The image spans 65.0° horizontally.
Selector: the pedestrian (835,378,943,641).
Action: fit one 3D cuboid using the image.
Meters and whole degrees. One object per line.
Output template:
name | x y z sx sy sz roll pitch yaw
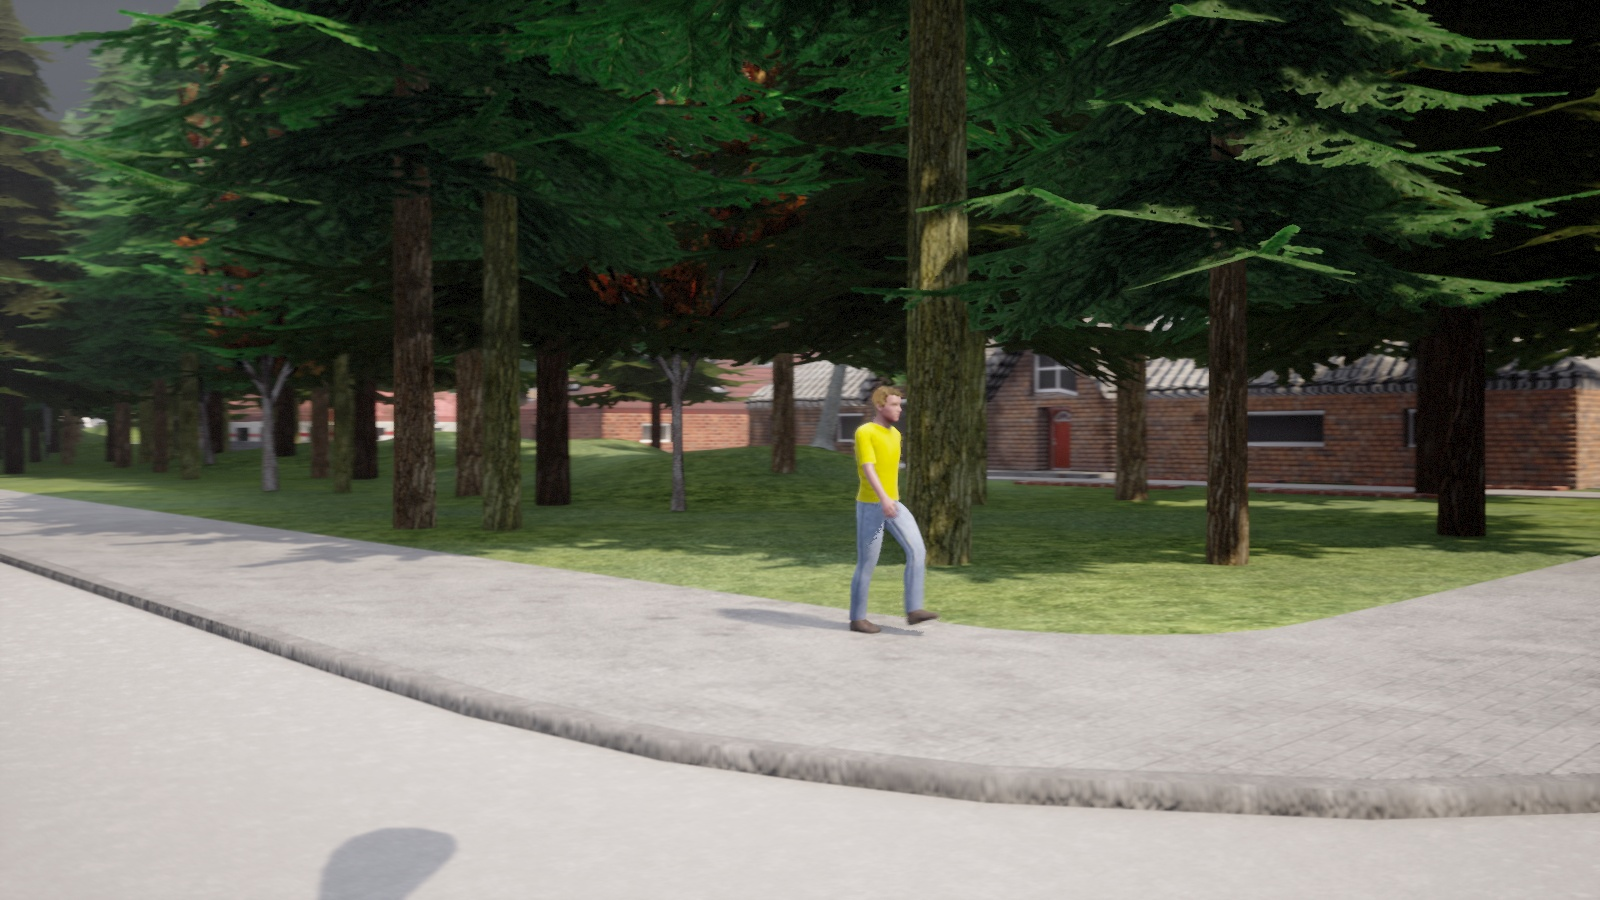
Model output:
pedestrian | 0.638 0.413 9.127 0.706 1.836 0.354 1 1 43
